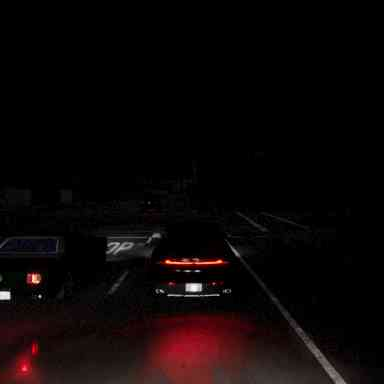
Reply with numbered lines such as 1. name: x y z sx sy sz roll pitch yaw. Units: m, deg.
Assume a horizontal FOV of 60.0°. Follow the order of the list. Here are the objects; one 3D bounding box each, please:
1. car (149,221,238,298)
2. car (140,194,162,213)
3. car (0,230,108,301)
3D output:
1. car: 0.000 1.505 8.526 1.837 1.490 4.892 0 0 -1
2. car: -4.786 1.280 38.906 2.150 2.045 5.566 0 -1 -3
3. car: -3.486 1.601 8.285 1.895 1.301 4.718 0 0 -1
